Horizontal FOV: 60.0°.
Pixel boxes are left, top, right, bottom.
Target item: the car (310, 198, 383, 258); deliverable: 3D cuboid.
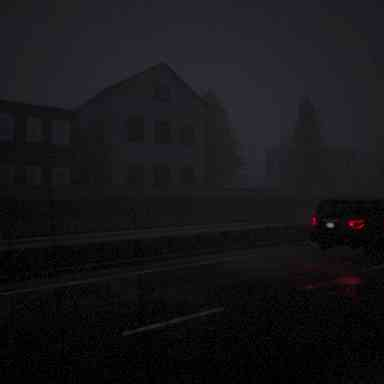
[{"bbox_3d":[7.001,1.234,13.082,5.566,2.045,2.150,0,0,-35],"label":"car"}]
